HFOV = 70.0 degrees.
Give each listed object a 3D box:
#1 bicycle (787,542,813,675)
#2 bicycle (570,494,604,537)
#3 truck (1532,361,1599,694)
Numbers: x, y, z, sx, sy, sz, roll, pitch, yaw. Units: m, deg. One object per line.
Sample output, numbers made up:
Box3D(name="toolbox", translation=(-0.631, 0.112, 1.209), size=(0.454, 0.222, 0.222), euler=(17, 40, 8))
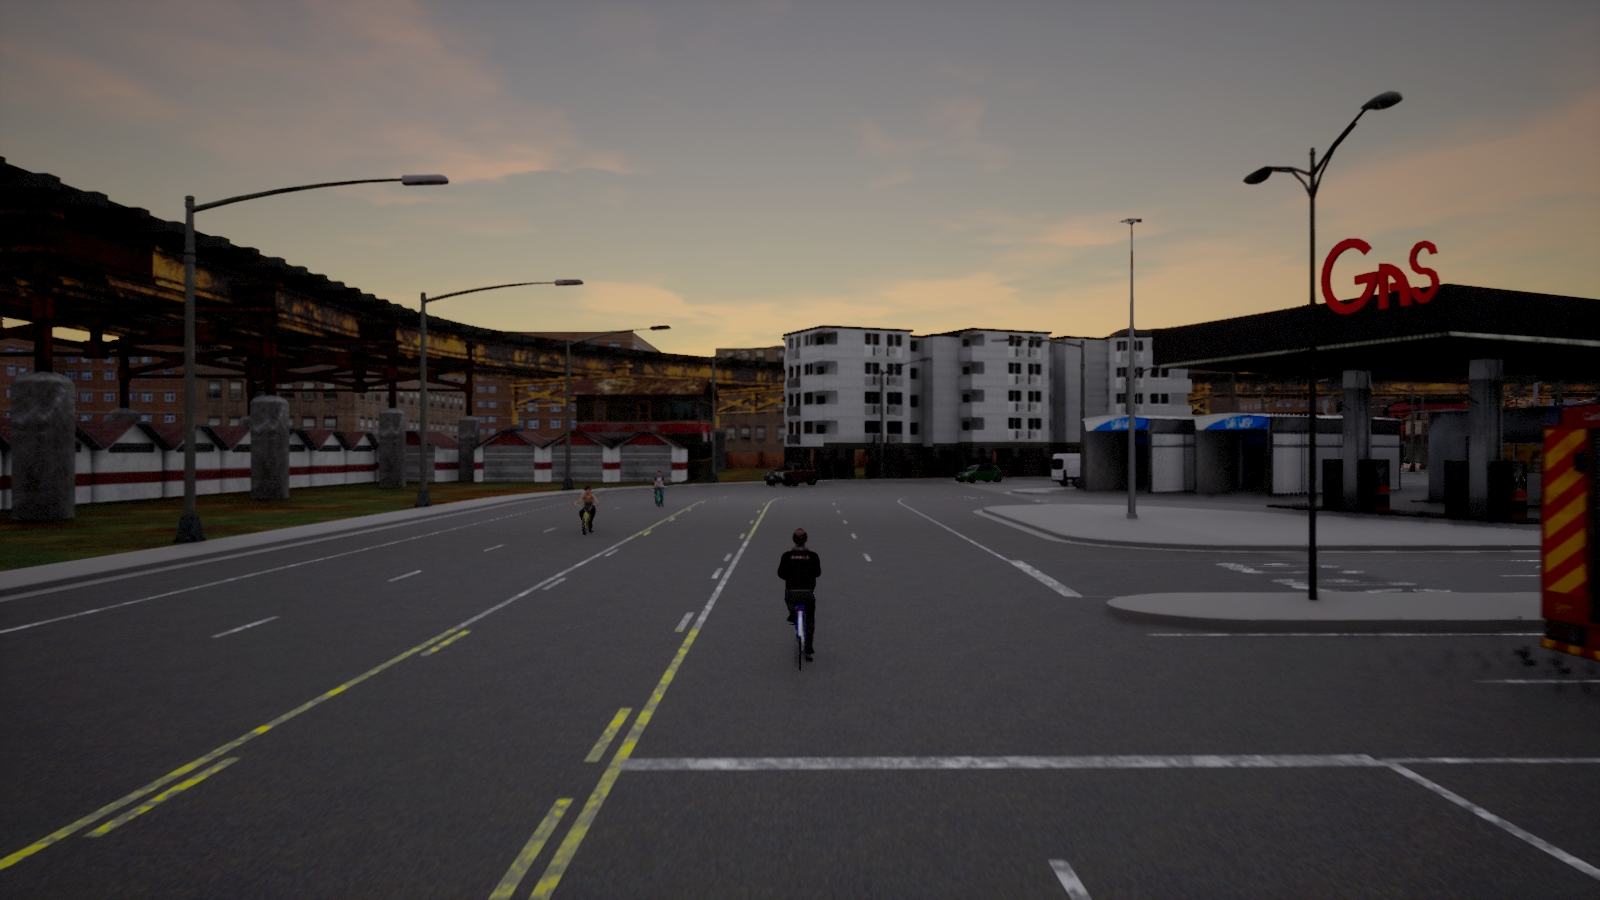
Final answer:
Box3D(name="bicycle", translation=(-0.004, 2.048, 15.151), size=(0.329, 1.496, 1.835), euler=(0, 0, 0))
Box3D(name="bicycle", translation=(-7.004, 2.145, 37.639), size=(0.859, 1.301, 1.487), euler=(0, 0, 0))
Box3D(name="truck", translation=(13.442, 0.890, 13.006), size=(8.468, 3.827, 2.891), euler=(0, 0, -2))
